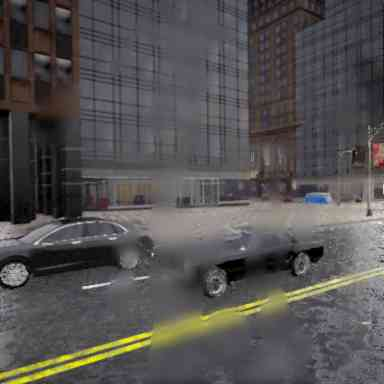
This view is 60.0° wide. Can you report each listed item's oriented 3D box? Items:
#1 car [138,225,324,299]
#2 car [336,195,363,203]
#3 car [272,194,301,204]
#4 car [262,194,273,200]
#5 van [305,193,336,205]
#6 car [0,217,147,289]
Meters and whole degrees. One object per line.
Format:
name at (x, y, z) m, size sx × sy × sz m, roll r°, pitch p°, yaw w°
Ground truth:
car at (1.239, 1.573, 8.545) m, size 4.718 × 1.301 × 1.895 m, roll 0°, pitch 0°, yaw -35°
car at (26.298, 1.143, 55.822) m, size 1.947 × 1.339 × 4.313 m, roll -1°, pitch 1°, yaw -35°
car at (16.078, 1.278, 55.482) m, size 1.802 × 1.307 × 4.206 m, roll -1°, pitch 1°, yaw -35°
car at (16.471, 1.067, 69.630) m, size 1.802 × 1.307 × 4.206 m, roll -1°, pitch 1°, yaw -35°
van at (19.351, 1.067, 50.877) m, size 1.690 × 1.788 × 3.998 m, roll -1°, pitch 1°, yaw -35°
car at (-3.401, 1.493, 9.234) m, size 4.892 × 1.490 × 1.837 m, roll 0°, pitch 0°, yaw -35°
